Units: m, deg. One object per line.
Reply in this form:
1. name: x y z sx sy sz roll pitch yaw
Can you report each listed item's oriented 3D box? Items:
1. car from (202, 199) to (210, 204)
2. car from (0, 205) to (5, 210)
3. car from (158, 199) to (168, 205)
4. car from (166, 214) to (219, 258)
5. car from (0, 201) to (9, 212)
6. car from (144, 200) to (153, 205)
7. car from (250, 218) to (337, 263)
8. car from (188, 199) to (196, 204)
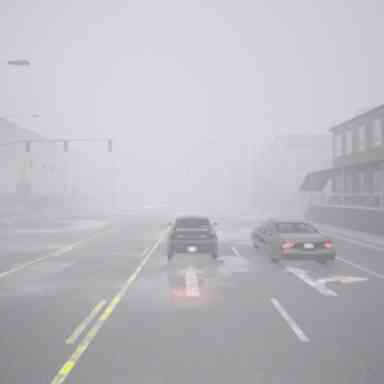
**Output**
1. car: 3.511 2.314 82.023 2.033 1.411 5.357 0 -1 0
2. car: -27.253 1.795 44.012 1.853 1.218 4.536 0 -1 29
3. car: -6.989 2.460 80.295 1.994 1.385 4.181 0 -1 0
4. car: 0.019 1.661 13.482 1.837 1.490 4.892 0 0 0
5. car: -27.228 1.953 44.056 2.038 1.542 4.974 0 -1 29
6. car: -10.489 2.503 80.265 1.895 1.301 4.718 0 -1 0
7. car: 3.509 1.690 12.484 2.033 1.411 5.357 0 -1 0
8. car: 0.011 2.314 82.024 2.033 1.411 5.357 0 -1 0
